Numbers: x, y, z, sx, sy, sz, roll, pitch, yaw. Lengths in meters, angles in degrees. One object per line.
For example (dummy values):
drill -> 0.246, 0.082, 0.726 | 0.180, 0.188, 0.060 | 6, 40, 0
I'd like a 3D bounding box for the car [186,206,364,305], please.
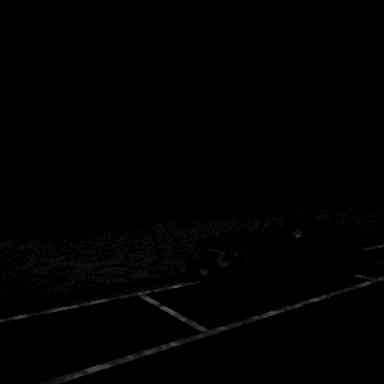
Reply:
car -> 2.282, 1.315, 8.274 | 5.009, 1.841, 2.192 | 0, 0, -35
